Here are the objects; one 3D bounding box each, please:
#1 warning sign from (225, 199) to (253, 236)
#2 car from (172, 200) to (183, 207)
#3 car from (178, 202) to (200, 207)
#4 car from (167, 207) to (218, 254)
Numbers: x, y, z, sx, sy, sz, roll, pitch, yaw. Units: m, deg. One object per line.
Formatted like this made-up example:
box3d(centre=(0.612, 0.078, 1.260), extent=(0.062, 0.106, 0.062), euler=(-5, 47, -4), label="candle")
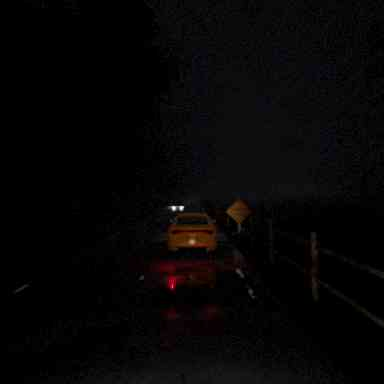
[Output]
box3d(centre=(2.450, 1.296, 17.368), extent=(1.300, 1.860, 1.060), euler=(-1, -1, 0), label="warning sign")
box3d(centre=(-2.735, 2.124, 64.537), extent=(1.895, 1.301, 4.718), euler=(0, 0, 1), label="car")
box3d(centre=(0.022, 1.821, 27.523), extent=(2.033, 1.411, 5.357), euler=(0, 0, 0), label="car")
box3d(centre=(0.030, 1.626, 14.227), extent=(1.882, 1.535, 5.008), euler=(0, 0, 0), label="car")
